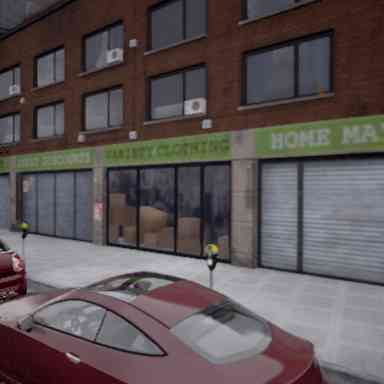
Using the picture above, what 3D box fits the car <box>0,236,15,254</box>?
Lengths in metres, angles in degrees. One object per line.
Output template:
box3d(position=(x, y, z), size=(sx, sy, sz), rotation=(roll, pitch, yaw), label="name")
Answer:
box3d(position=(-5.253, 1.396, 6.845), size=(4.097, 1.590, 1.967), rotation=(0, 0, 36), label="car")

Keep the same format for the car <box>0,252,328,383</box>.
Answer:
box3d(position=(-0.761, 1.568, 3.627), size=(4.206, 1.307, 1.802), rotation=(0, 0, 36), label="car")
